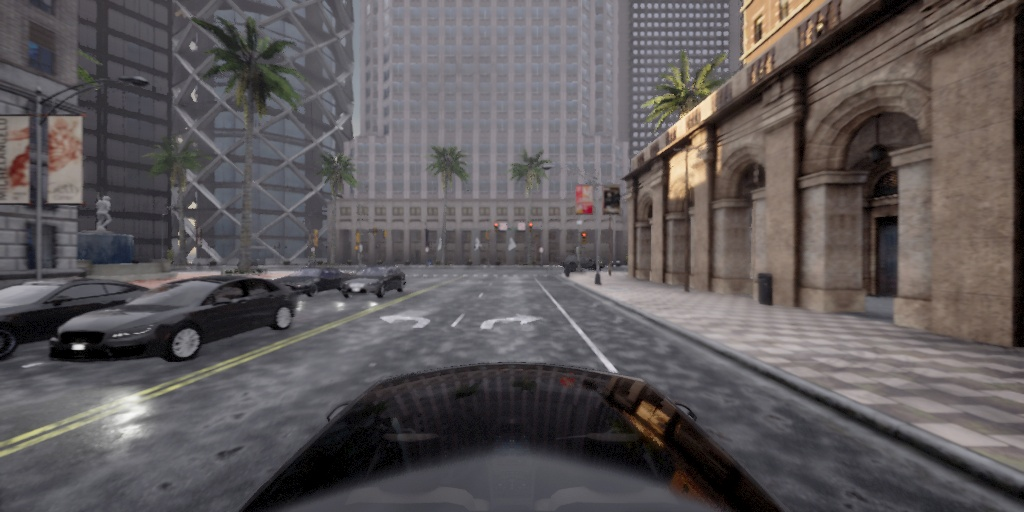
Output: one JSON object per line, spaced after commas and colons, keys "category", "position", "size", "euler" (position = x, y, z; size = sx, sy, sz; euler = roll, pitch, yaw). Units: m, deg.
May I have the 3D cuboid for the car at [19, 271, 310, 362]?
{"category": "car", "position": [-7.053, 1.249, 8.286], "size": [1.837, 1.490, 4.892], "euler": [0, 0, 1]}

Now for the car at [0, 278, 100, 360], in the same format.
{"category": "car", "position": [-10.550, 1.263, 8.272], "size": [1.812, 1.442, 4.674], "euler": [0, 0, 1]}

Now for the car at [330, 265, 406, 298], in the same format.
{"category": "car", "position": [-6.928, 1.239, 18.469], "size": [2.128, 1.511, 4.902], "euler": [0, 0, 1]}

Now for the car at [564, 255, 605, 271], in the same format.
{"category": "car", "position": [10.057, 1.009, 49.706], "size": [5.566, 2.045, 2.150], "euler": [1, -5, 18]}

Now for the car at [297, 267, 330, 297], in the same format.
{"category": "car", "position": [-10.425, 1.290, 18.993], "size": [2.033, 1.411, 5.357], "euler": [0, 0, 1]}
